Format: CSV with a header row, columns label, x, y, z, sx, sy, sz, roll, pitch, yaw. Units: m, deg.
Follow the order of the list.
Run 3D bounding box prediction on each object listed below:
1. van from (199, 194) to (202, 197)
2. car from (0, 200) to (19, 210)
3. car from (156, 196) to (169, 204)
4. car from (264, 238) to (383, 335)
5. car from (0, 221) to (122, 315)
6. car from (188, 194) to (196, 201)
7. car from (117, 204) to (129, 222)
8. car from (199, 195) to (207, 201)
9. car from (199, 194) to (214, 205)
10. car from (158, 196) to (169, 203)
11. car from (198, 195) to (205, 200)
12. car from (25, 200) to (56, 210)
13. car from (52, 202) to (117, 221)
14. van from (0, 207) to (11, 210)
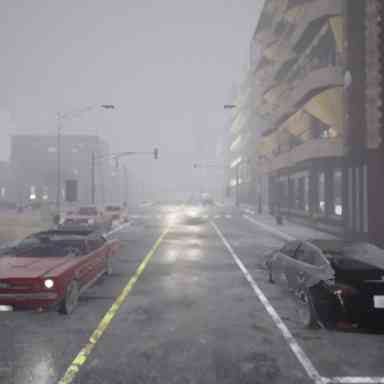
label,x,y,z,sx,sy,sz,roll,pitch,yaw
van,2.692,1.303,61.714,1.690,1.788,3.998,1,0,0
car,-25.208,1.723,43.998,4.313,1.339,1.947,0,-1,1
car,-5.692,1.544,61.677,1.802,1.307,4.206,1,0,0
car,2.700,1.566,6.710,1.947,1.339,4.313,1,0,0
car,-3.100,1.601,7.668,1.895,1.301,4.718,0,0,0
car,-0.018,1.443,85.618,2.128,1.511,4.902,0,0,0
car,-5.651,1.541,23.613,1.887,1.381,4.507,1,0,0
car,2.685,1.455,84.207,1.752,1.417,4.829,1,0,0
car,2.690,1.520,56.135,2.008,1.369,4.403,1,0,0
car,-5.692,1.499,67.258,1.887,1.381,4.507,1,0,0
car,2.682,1.474,95.199,1.947,1.339,4.313,1,0,0
car,-19.726,1.683,43.924,4.403,1.369,2.008,0,-1,1
car,-5.648,1.438,17.967,1.967,1.590,4.097,1,0,0
van,-5.645,1.341,6.675,1.690,1.788,3.998,1,0,0
